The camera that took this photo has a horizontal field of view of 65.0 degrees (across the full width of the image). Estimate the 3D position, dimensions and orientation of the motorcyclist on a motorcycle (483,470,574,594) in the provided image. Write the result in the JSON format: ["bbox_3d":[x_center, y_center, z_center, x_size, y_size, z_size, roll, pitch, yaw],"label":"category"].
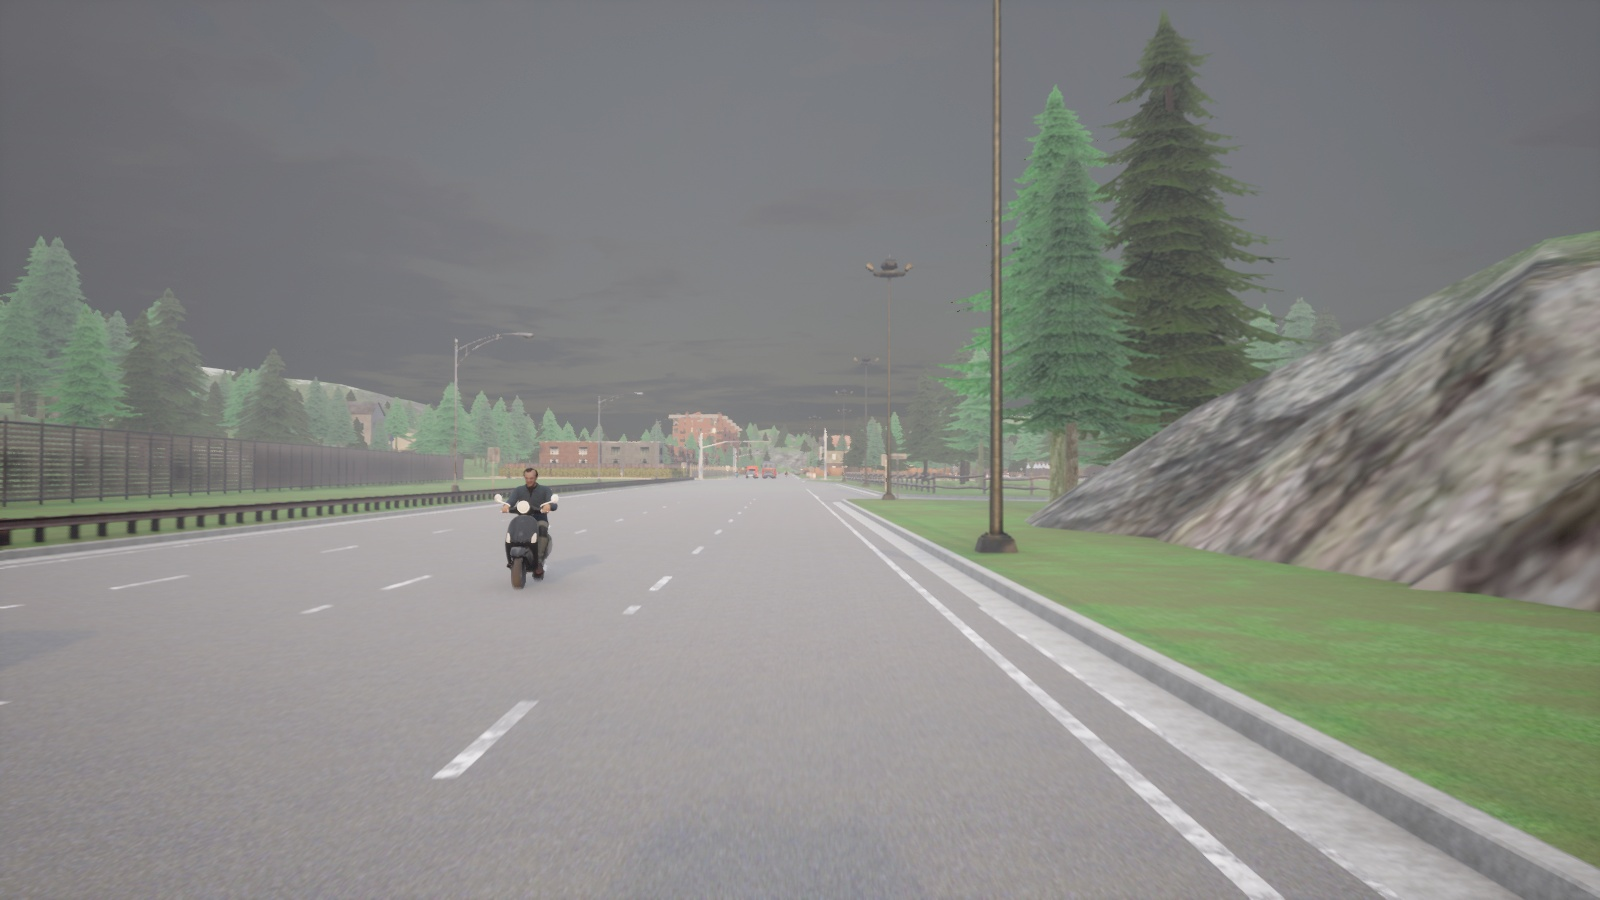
[{"bbox_3d":[-3.654,1.068,17.046,0.866,1.590,1.817,0,-1,-1],"label":"motorcyclist on a motorcycle"}]
